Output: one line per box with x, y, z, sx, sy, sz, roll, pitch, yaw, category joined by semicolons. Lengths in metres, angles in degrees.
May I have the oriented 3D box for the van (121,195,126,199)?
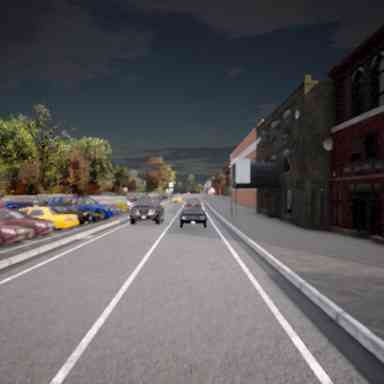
-9.407;1.501;36.596;4.442;1.987;1.878;0;0;0;van

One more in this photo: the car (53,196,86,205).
-21.753;1.577;59.212;5.008;1.535;2.097;0;0;0;car

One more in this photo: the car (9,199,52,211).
-21.852;1.720;45.221;4.792;1.488;2.163;0;1;0;car

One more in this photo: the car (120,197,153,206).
-9.378;1.595;56.516;5.366;1.575;1.946;0;0;0;car

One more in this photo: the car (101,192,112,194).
-21.660;1.439;76.277;5.008;1.535;2.097;0;0;0;car

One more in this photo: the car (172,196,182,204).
-3.013;1.550;66.479;1.882;1.535;5.008;0;0;1;car

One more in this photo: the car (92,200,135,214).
-9.279;1.770;39.553;4.674;1.452;2.002;0;0;0;car

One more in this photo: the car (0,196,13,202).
-21.853;1.452;33.780;5.566;2.045;2.435;0;-1;0;car

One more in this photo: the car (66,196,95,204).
-21.716;1.531;64.858;5.008;1.535;2.097;0;0;0;car

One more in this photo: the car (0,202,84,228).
-9.559;1.566;19.762;5.366;1.575;1.946;0;-1;0;car

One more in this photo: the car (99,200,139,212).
-9.260;1.752;42.387;4.674;1.452;2.002;0;0;0;car

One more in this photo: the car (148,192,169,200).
-8.999;1.063;90.420;5.566;2.045;2.435;0;1;0;car

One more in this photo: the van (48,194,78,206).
-21.877;1.373;56.513;4.442;1.987;1.878;0;0;0;van

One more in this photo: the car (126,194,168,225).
-3.353;1.400;25.885;2.150;2.045;5.566;0;0;0;car

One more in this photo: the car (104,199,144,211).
-9.243;1.689;45.212;5.008;1.535;2.097;0;0;0;car

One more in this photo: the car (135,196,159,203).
-9.135;1.547;67.818;4.674;1.452;2.002;0;0;0;car

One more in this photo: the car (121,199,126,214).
-9.307;1.745;33.888;4.674;1.452;2.002;0;-1;0;car

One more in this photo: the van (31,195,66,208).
-21.909;1.419;50.863;4.442;1.987;1.878;0;1;0;van

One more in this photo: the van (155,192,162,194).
-9.241;1.258;70.642;4.442;1.987;1.878;0;0;0;van

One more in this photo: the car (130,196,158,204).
-9.337;1.527;64.993;5.366;1.575;1.946;0;0;0;car

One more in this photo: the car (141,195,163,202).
-9.099;1.479;76.294;4.674;1.452;2.002;0;0;0;car

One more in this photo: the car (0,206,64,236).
-9.390;1.582;16.935;4.674;1.452;2.002;0;-1;0;car

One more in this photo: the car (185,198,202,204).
0.154;1.560;41.319;2.097;1.767;4.553;0;0;0;car

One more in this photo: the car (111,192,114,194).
-21.647;1.418;79.101;4.892;1.521;2.231;0;1;0;car

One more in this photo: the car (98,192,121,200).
-21.587;1.092;87.445;5.566;2.045;2.435;0;0;0;car

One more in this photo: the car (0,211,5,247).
-9.444;1.518;11.283;4.792;1.488;2.163;0;-1;0;car

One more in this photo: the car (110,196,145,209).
-9.266;1.541;48.037;4.553;1.767;2.185;0;0;0;car

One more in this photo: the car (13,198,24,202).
-21.861;1.727;36.613;5.008;1.535;2.097;0;-1;0;car

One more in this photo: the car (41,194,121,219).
-9.304;1.399;28.240;5.566;2.045;2.435;0;-1;0;car

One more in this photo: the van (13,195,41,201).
-21.716;1.487;42.391;4.442;1.987;1.878;0;0;0;van

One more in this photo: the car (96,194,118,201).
-21.634;1.369;84.747;4.892;1.521;2.231;0;0;0;car

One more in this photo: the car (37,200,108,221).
-9.351;1.623;25.412;5.008;1.535;2.097;0;-1;0;car

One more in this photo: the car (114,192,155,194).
-9.235;1.370;53.687;5.566;2.045;2.435;0;0;0;car

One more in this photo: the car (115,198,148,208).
-9.223;1.684;50.864;4.674;1.452;2.002;0;0;0;car

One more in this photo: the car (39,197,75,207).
-21.783;1.623;53.689;4.892;1.521;2.231;0;0;0;car

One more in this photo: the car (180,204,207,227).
0.093;1.772;24.488;1.895;1.301;4.718;0;0;0;car

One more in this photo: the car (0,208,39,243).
-9.403;1.555;14.110;4.674;1.452;2.002;0;-1;0;car

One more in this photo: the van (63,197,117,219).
-9.435;1.452;31.066;4.442;1.987;1.878;0;-1;0;van

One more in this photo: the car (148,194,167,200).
-9.038;1.381;87.598;4.674;1.452;2.002;0;1;0;car

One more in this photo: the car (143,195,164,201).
-9.080;1.456;79.120;4.674;1.452;2.002;0;0;0;car

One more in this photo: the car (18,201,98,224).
-9.354;1.596;22.587;5.008;1.535;2.097;0;-1;0;car

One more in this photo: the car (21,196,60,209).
-21.775;1.543;47.917;4.553;1.767;2.185;0;0;0;car

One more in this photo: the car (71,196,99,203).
-21.711;1.509;67.682;5.008;1.535;2.097;0;0;0;car
